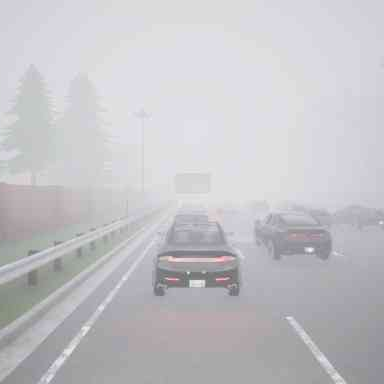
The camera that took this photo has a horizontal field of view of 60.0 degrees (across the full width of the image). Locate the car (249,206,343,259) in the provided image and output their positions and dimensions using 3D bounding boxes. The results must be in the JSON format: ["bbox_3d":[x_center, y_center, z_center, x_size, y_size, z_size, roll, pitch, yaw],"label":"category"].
[{"bbox_3d":[3.597,1.505,12.582,1.837,1.490,4.892,0,0,0],"label":"car"}]

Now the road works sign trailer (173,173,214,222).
[{"bbox_3d":[0.064,0.464,22.973,2.380,3.560,2.880,0,0,-2],"label":"road works sign trailer"}]

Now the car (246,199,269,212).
[{"bbox_3d":[7.089,1.491,36.372,2.128,1.511,4.902,0,0,0],"label":"car"}]

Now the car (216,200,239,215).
[{"bbox_3d":[3.590,1.526,34.236,1.812,1.442,4.674,0,0,0],"label":"car"}]

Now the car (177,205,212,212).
[{"bbox_3d":[0.084,1.474,19.052,1.882,1.535,5.008,0,0,4],"label":"car"}]

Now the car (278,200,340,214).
[{"bbox_3d":[7.094,1.504,20.776,1.837,1.490,4.892,0,0,0],"label":"car"}]

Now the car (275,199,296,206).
[{"bbox_3d":[10.590,1.504,36.874,1.837,1.490,4.892,0,0,0],"label":"car"}]

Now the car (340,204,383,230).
[{"bbox_3d":[10.595,1.502,21.060,1.837,1.490,4.892,0,-1,0],"label":"car"}]

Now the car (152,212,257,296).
[{"bbox_3d":[0.098,1.491,8.621,2.128,1.511,4.902,0,0,0],"label":"car"}]
